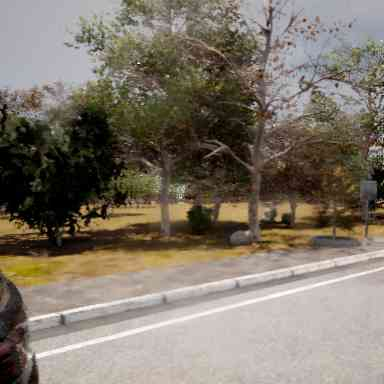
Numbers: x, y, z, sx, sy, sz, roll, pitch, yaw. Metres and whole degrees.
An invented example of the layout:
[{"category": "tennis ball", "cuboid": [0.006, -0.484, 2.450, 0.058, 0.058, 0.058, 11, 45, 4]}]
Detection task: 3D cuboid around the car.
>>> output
[{"category": "car", "cuboid": [-3.651, 1.207, 1.311, 5.566, 2.045, 2.150, 0, 0, -36]}]
